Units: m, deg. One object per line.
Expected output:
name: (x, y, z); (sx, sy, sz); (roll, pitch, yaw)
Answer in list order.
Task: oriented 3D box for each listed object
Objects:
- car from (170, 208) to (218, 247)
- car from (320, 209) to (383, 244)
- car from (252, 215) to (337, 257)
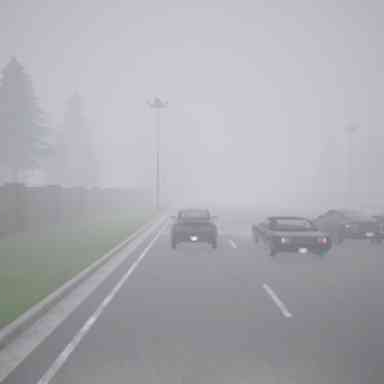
car: (0.092, 1.486, 14.850); (1.837, 1.490, 4.892); (0, 0, 0)
car: (7.087, 1.506, 15.575); (1.812, 1.442, 4.674); (0, 0, 0)
car: (3.585, 1.584, 12.916); (1.895, 1.301, 4.718); (0, 0, 0)
